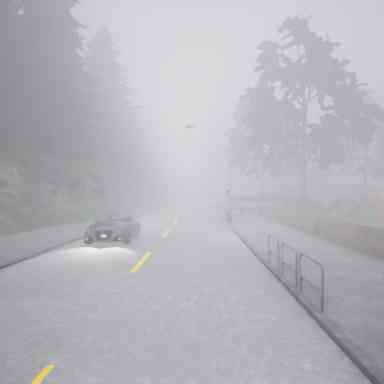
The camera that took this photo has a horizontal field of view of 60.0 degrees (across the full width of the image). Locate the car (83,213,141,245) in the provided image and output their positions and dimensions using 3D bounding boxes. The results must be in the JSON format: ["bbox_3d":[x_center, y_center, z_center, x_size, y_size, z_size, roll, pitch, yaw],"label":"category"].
[{"bbox_3d":[-3.732,1.711,16.201,1.994,1.385,4.181,0,0,2],"label":"car"}]

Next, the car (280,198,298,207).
[{"bbox_3d":[17.123,1.851,58.766,1.994,1.381,4.181,0,-1,1],"label":"car"}]

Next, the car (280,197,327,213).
[{"bbox_3d":[13.865,1.613,41.641,5.566,2.045,2.150,0,-1,1],"label":"car"}]
